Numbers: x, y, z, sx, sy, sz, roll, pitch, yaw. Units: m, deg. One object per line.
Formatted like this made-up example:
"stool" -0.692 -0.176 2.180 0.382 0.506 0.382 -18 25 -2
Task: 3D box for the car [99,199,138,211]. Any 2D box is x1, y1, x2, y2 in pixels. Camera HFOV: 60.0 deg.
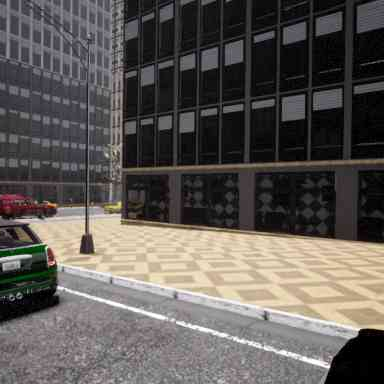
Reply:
"car" -10.140 1.797 46.294 2.033 1.411 5.357 1 0 37

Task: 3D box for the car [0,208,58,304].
"car" -4.984 1.348 7.248 4.553 1.767 2.097 0 0 36

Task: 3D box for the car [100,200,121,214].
"car" -8.098 1.830 39.337 1.752 1.417 4.829 1 0 37

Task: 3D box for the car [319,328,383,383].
"car" 3.014 1.601 1.530 4.718 1.301 1.895 0 0 36

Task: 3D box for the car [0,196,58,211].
"car" -14.913 1.519 30.138 2.192 1.841 5.009 1 0 37

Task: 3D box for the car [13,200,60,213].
"car" -18.393 1.642 39.519 1.752 1.417 4.829 1 0 37
